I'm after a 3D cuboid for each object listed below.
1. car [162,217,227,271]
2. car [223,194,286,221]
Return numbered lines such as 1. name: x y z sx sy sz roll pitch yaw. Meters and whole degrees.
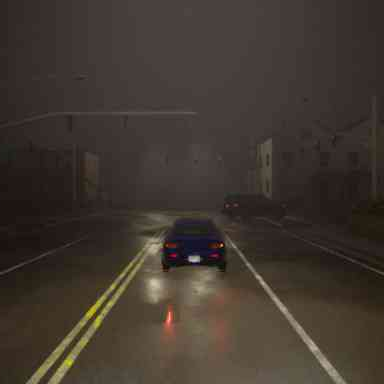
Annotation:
1. car: 0.071 1.529 10.760 1.812 1.442 4.674 0 0 0
2. car: 5.157 1.221 27.385 5.566 2.045 2.150 1 -2 -29
